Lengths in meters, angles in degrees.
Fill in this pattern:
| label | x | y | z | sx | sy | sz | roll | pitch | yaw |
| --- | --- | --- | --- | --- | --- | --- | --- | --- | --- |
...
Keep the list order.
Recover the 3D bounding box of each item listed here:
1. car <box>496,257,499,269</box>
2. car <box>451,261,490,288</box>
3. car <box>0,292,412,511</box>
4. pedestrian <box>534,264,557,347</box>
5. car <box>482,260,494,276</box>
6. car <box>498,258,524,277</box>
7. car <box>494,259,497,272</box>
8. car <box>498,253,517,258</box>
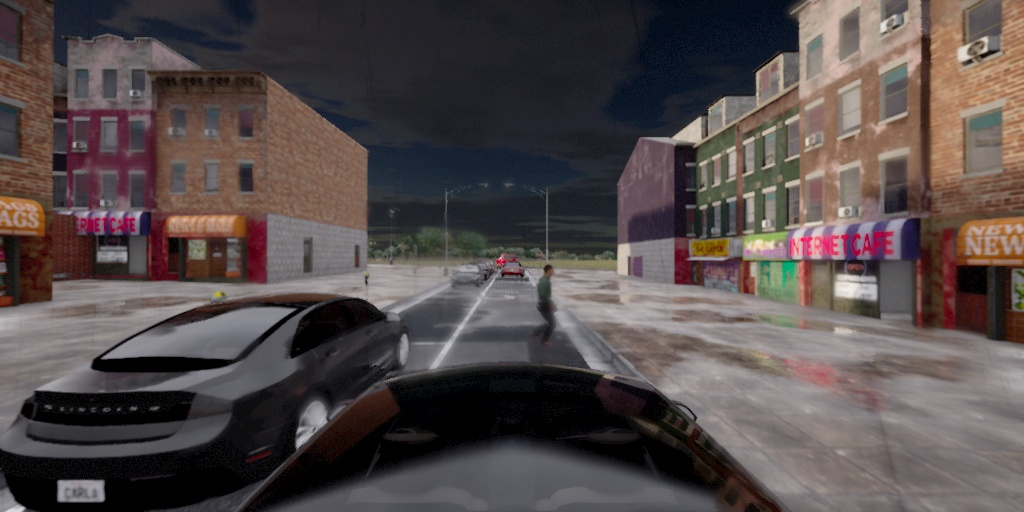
| label | x | y | z | sx | sy | sz | roll | pitch | yaw |
| --- | --- | --- | --- | --- | --- | --- | --- | --- | --- |
| car | -2.675 | 1.077 | 38.685 | 2.007 | 1.370 | 4.403 | 0 | 0 | 0 |
| car | -2.658 | 1.159 | 22.063 | 2.007 | 1.370 | 4.403 | 0 | 0 | 0 |
| car | -2.752 | 1.230 | 4.709 | 1.837 | 1.490 | 4.892 | 0 | 0 | 0 |
| pedestrian | 0.713 | 0.994 | 7.667 | 0.375 | 1.860 | 0.375 | -1 | 0 | 0 |
| car | -2.664 | 1.147 | 27.603 | 1.948 | 1.339 | 4.313 | 0 | 0 | 0 |
| car | 0.048 | 1.124 | 31.902 | 1.994 | 1.385 | 4.181 | 0 | 0 | 1 |
| car | -2.670 | 1.099 | 33.143 | 1.888 | 1.381 | 4.507 | 0 | 0 | 0 |
| car | -0.745 | 0.694 | 45.578 | 2.150 | 2.045 | 5.566 | 1 | 0 | -12 |
